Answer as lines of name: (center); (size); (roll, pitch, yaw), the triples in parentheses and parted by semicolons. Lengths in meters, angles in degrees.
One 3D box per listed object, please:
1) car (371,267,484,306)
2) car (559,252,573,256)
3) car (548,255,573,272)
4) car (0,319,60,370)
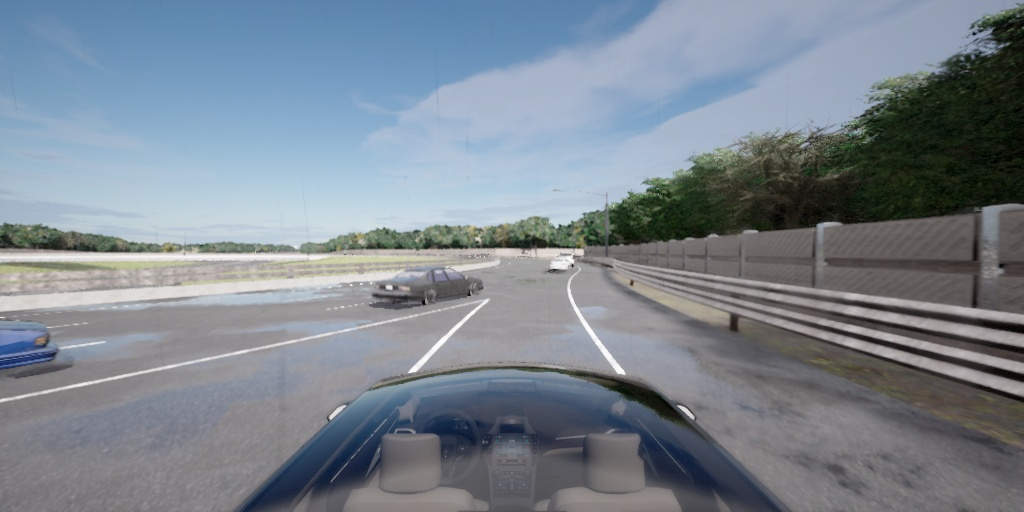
car: (-3.257, 1.147, 14.982); (2.033, 1.411, 5.357); (0, 1, 26)
car: (7.653, 0.460, 51.688); (2.150, 2.045, 5.566); (1, 1, 6)
car: (4.989, 0.908, 37.536); (1.812, 1.442, 4.674); (0, 1, 14)
car: (-9.522, 1.248, 4.067); (2.033, 1.411, 5.357); (1, 1, 33)
